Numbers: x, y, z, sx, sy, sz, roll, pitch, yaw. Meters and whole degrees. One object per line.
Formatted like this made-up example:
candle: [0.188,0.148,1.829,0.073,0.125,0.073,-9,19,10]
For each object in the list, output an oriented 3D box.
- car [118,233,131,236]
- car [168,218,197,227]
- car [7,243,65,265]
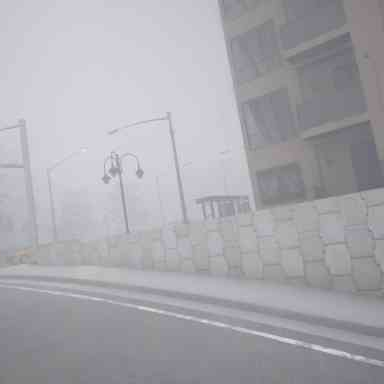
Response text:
car: [-7.890,5.451,37.475,1.895,1.301,4.718,-14,-8,35]
car: [-0.684,4.338,41.342,2.150,2.045,5.566,-14,-8,35]
car: [-13.721,5.358,29.535,1.882,1.535,5.008,-14,-8,35]
